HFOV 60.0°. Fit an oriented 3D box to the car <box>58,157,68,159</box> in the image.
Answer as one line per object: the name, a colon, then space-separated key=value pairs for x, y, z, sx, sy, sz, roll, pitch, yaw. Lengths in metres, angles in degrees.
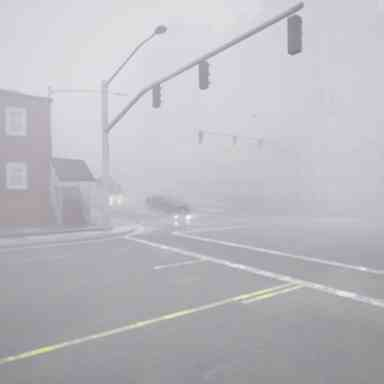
car: x=-21.777 y=-5.200 z=56.387 sx=2.033 sy=1.411 sz=5.357 roll=-1 pitch=10 yaw=-35

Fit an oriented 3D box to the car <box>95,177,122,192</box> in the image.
car: x=-10.047 y=-1.010 z=39.986 sx=2.128 sy=1.511 sz=4.902 roll=-1 pitch=12 yaw=-35

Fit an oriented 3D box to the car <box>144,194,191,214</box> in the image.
car: x=-2.257 y=0.928 z=29.156 sx=2.033 sy=1.411 sz=5.357 roll=-1 pitch=5 yaw=-36
